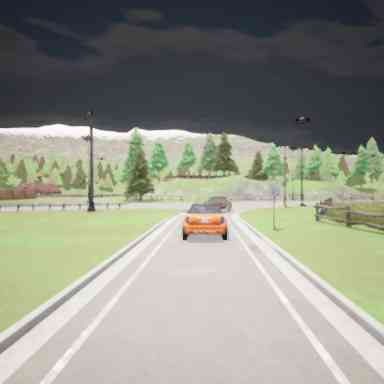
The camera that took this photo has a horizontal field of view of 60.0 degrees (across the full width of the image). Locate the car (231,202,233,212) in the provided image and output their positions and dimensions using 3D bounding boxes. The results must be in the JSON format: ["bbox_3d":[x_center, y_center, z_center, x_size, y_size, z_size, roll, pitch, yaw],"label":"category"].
[{"bbox_3d":[2.941,1.229,34.915,2.097,1.767,4.553,0,0,17],"label":"car"}]

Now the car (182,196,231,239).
[{"bbox_3d":[0.654,1.292,16.969,2.097,1.767,4.553,0,0,2],"label":"car"}]
